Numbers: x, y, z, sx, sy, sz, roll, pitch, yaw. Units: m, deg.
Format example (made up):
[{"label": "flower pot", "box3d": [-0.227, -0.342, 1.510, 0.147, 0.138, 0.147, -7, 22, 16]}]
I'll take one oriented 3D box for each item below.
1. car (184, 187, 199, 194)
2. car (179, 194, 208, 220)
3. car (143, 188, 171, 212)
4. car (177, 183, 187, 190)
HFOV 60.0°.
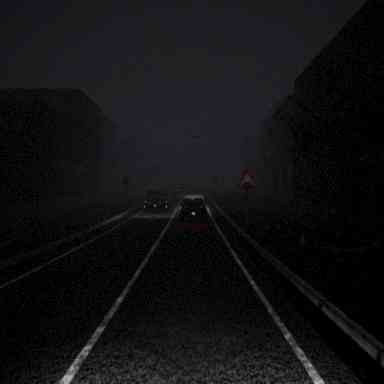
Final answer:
[{"label": "car", "box3d": [0.105, 0.457, 42.770, 1.895, 1.301, 4.718, 0, 4, 0]}, {"label": "car", "box3d": [0.102, 1.169, 24.410, 2.128, 1.511, 4.902, 0, 1, 0]}, {"label": "car", "box3d": [-3.102, 0.691, 30.812, 2.150, 2.045, 5.566, 0, 2, 0]}, {"label": "car", "box3d": [-2.141, -1.148, 72.795, 1.837, 1.490, 4.892, 0, 2, 4]}]
